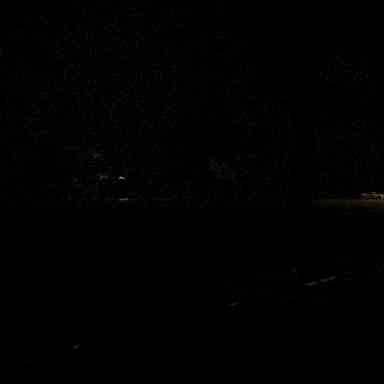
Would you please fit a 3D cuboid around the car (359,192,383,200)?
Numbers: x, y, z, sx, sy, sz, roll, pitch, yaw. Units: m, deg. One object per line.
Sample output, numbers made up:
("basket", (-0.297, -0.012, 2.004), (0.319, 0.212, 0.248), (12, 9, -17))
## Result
("car", (33.568, 0.720, 61.704), (1.812, 1.442, 4.674), (3, -2, -35))
